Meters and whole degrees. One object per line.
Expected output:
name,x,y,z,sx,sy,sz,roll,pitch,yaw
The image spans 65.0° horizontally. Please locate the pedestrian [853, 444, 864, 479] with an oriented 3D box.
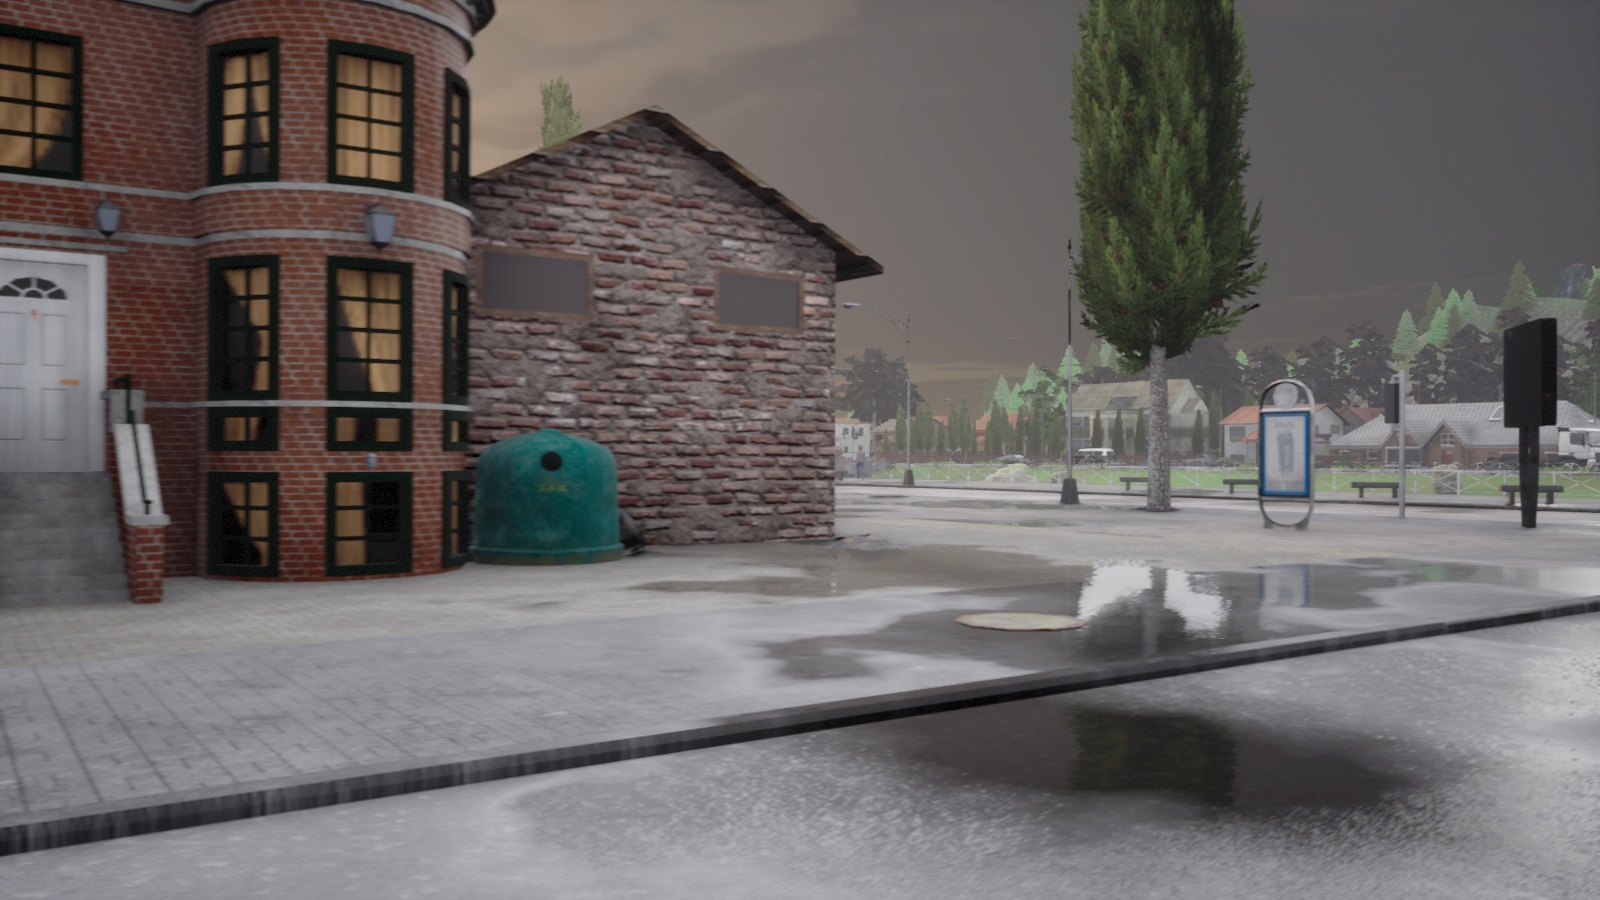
pedestrian,3.074,0.610,65.887,0.354,1.836,0.706,0,0,-18
